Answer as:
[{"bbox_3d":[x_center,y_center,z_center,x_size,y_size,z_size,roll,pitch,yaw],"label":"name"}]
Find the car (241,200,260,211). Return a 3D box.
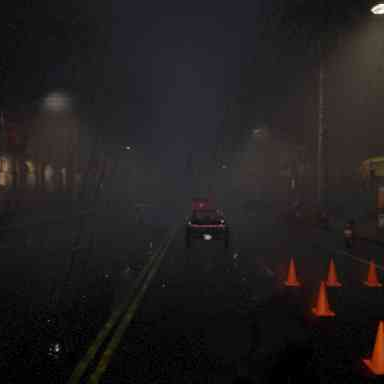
[{"bbox_3d":[7.717,1.737,43.925,2.161,1.482,4.786,0,0,1],"label":"car"}]

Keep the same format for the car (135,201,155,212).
[{"bbox_3d":[-6.001,1.797,42.673,1.895,1.301,4.718,0,0,1],"label":"car"}]

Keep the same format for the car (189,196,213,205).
[{"bbox_3d":[0.925,1.387,34.216,2.150,2.045,5.566,0,0,1],"label":"car"}]

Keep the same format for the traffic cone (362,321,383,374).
[{"bbox_3d":[2.462,1.981,4.318,0.340,0.580,0.340,0,0,1],"label":"traffic cone"}]

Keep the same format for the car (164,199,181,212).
[{"bbox_3d":[-2.501,1.597,42.641,1.882,1.535,5.008,0,0,1],"label":"car"}]

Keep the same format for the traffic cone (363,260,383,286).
[{"bbox_3d":[4.498,2.003,8.300,0.340,0.580,0.340,0,0,1],"label":"traffic cone"}]

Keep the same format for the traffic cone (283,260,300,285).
[{"bbox_3d":[2.498,2.000,8.318,0.340,0.580,0.340,0,0,1],"label":"traffic cone"}]

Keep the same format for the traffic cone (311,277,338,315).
[{"bbox_3d":[2.480,1.991,6.318,0.340,0.580,0.340,0,0,1],"label":"traffic cone"}]

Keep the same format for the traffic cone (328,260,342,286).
[{"bbox_3d":[3.498,2.002,8.309,0.340,0.580,0.340,0,0,1],"label":"traffic cone"}]

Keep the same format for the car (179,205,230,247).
[{"bbox_3d":[0.651,1.567,15.448,2.128,1.511,4.902,0,0,1],"label":"car"}]

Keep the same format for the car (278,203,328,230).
[{"bbox_3d":[7.209,1.472,22.001,2.185,1.767,4.553,0,0,1],"label":"car"}]
